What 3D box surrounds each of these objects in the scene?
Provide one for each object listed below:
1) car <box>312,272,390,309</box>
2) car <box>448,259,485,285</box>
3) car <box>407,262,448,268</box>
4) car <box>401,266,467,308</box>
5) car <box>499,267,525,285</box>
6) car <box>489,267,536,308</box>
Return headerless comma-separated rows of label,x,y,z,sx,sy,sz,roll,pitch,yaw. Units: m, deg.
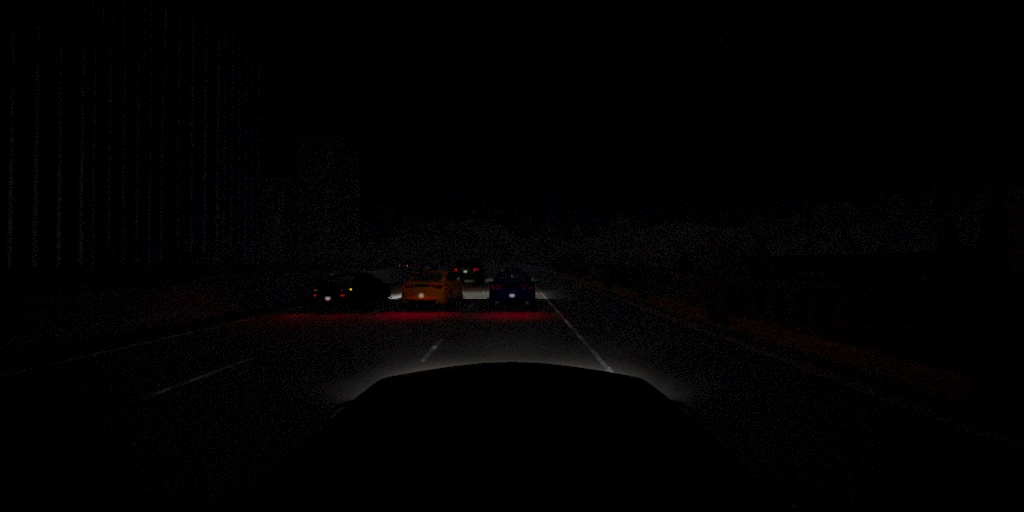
car,-6.974,1.432,15.926,1.812,1.442,4.674,0,0,1
car,-3.486,1.282,29.591,2.150,2.045,5.566,0,0,0
car,-6.966,1.561,30.536,2.128,1.511,4.902,0,0,1
car,-3.471,1.388,16.280,1.882,1.535,5.008,0,0,1
car,0.037,1.634,30.653,1.994,1.385,4.181,0,-1,1
car,0.029,1.388,16.286,1.882,1.535,5.008,0,0,1
